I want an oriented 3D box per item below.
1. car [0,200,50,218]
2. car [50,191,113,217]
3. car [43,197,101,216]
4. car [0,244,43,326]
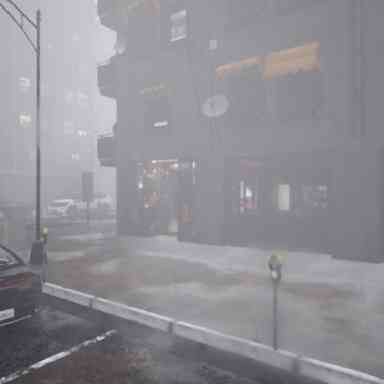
[{"bbox_3d":[-13.992,1.342,26.132,2.008,1.369,4.403,1,1,35],"label":"car"},{"bbox_3d":[-9.294,0.950,28.334,2.150,2.045,5.566,0,1,35],"label":"car"},{"bbox_3d":[-10.889,1.241,30.549,1.752,1.417,4.829,1,1,35],"label":"car"},{"bbox_3d":[-4.486,1.549,6.095,4.403,1.369,2.008,0,0,36],"label":"car"}]
